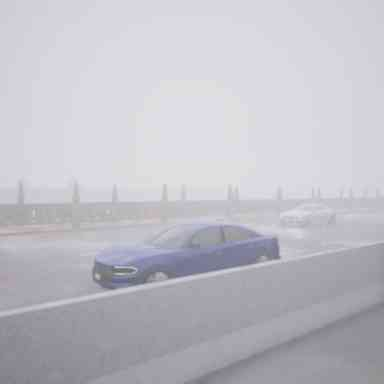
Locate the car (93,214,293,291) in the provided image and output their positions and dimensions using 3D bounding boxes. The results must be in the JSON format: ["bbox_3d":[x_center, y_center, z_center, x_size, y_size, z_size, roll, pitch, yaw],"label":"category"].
[{"bbox_3d":[0.079,1.477,8.348,5.008,1.535,1.882,0,0,-36],"label":"car"}]

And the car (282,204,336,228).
[{"bbox_3d":[7.936,1.525,22.537,4.674,1.442,1.812,0,0,-36],"label":"car"}]
